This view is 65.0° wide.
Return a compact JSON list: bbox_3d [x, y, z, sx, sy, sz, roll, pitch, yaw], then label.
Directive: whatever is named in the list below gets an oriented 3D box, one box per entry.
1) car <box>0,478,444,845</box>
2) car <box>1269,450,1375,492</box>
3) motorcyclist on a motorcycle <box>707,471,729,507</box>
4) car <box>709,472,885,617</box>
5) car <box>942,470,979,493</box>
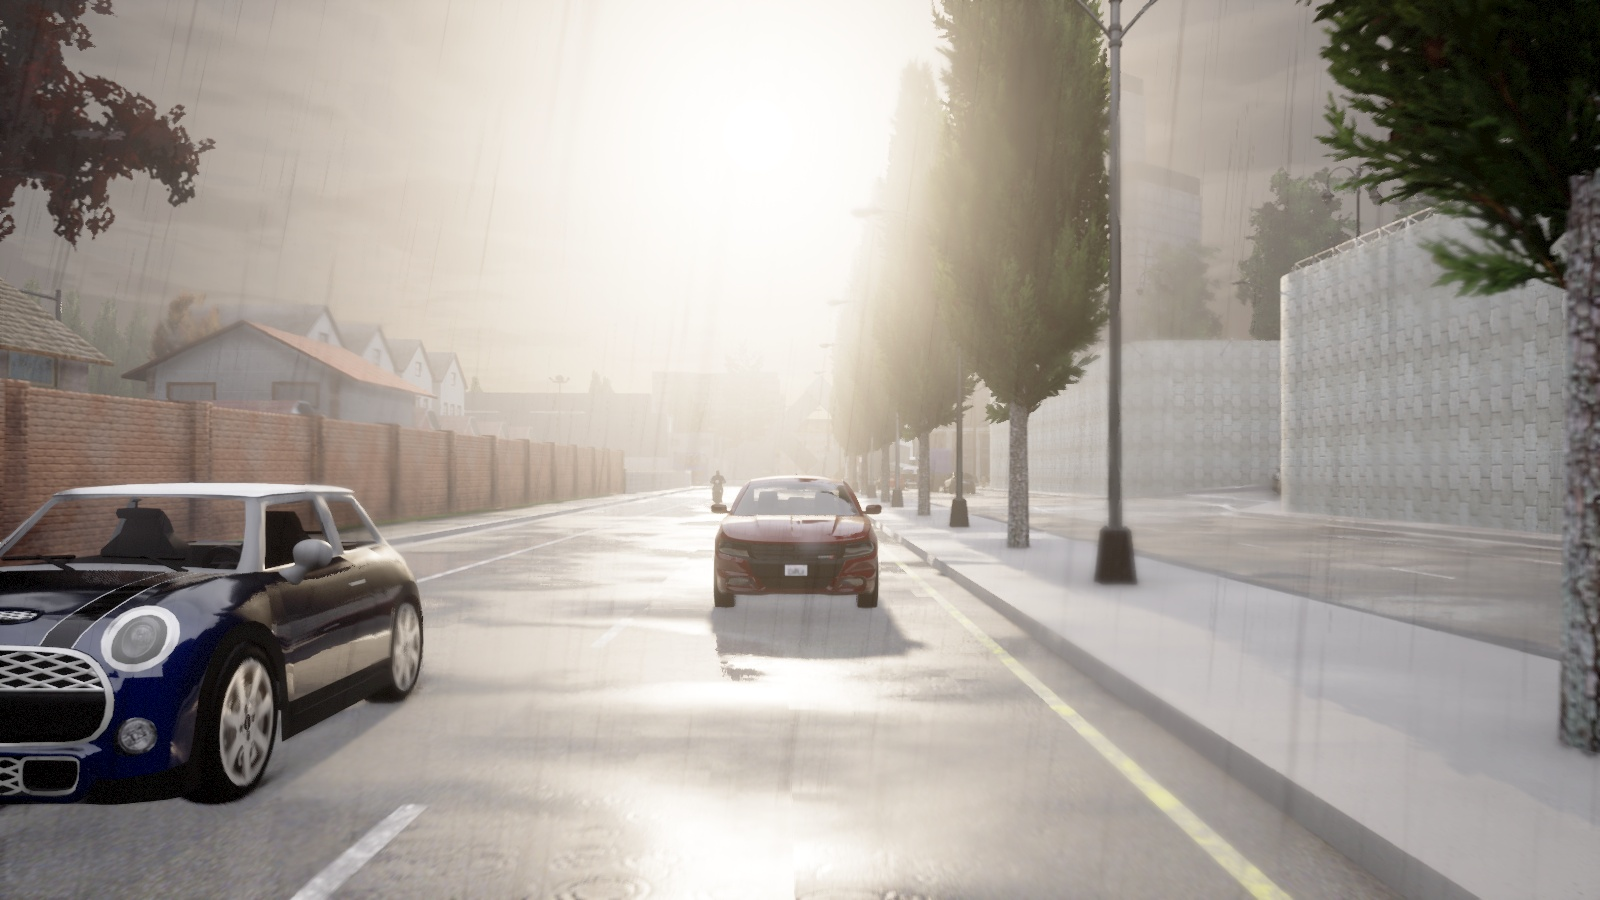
[{"bbox_3d":[-3.517,0.912,7.049,1.970,1.475,3.806,0,-1,0],"label":"car"},{"bbox_3d":[23.527,0.950,56.701,3.806,1.475,1.970,-6,-1,-1],"label":"car"},{"bbox_3d":[-3.635,1.715,55.701,0.866,1.590,1.817,0,-1,0],"label":"motorcyclist on a motorcycle"},{"bbox_3d":[-0.039,1.060,15.950,1.882,1.535,5.008,0,-1,0],"label":"car"},{"bbox_3d":[11.285,2.202,88.759,2.007,1.525,4.514,0,-1,0],"label":"car"}]
